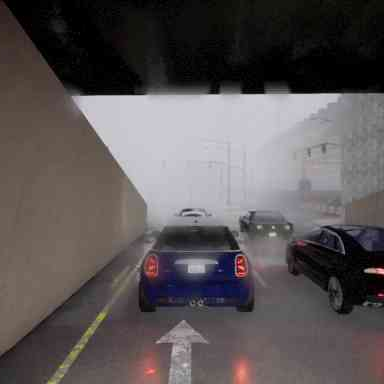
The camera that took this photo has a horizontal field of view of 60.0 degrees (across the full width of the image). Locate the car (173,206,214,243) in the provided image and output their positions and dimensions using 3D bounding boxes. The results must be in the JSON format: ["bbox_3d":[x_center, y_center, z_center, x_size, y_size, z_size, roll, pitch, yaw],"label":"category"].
[{"bbox_3d":[0.063,1.526,16.940,1.812,1.442,4.674,0,0,0],"label":"car"}]

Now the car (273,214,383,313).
[{"bbox_3d":[3.581,1.492,7.623,2.128,1.511,4.902,0,0,0],"label":"car"}]

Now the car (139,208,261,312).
[{"bbox_3d":[0.081,1.352,7.888,2.097,1.767,4.553,0,0,0],"label":"car"}]

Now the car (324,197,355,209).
[{"bbox_3d":[17.540,1.295,39.376,1.853,1.218,4.536,0,0,45],"label":"car"}]

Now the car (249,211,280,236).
[{"bbox_3d":[3.585,1.601,16.949,1.895,1.301,4.718,0,0,0],"label":"car"}]

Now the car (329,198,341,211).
[{"bbox_3d":[17.403,1.453,34.732,2.038,1.542,4.974,0,0,-35],"label":"car"}]

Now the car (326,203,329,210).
[{"bbox_3d":[17.504,1.453,39.339,2.038,1.542,4.974,0,0,45],"label":"car"}]
